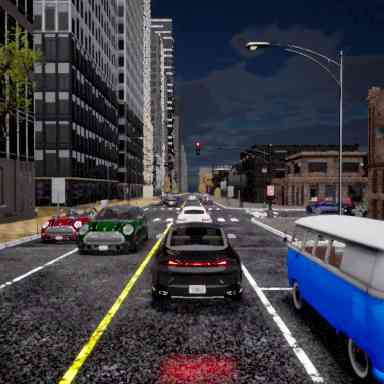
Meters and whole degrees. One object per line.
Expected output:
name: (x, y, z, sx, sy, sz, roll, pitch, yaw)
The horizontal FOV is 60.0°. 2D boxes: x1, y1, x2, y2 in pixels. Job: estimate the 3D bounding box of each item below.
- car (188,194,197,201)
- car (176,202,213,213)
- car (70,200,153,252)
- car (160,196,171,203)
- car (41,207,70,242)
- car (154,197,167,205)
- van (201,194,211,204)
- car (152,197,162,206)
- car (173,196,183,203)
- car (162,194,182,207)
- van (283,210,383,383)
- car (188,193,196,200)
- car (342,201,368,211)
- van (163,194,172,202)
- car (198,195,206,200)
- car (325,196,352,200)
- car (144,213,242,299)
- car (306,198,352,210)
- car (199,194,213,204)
car: (0.075, 1.504, 81.055, 1.812, 1.442, 4.674, 0, 0, 0)
car: (0.111, 1.520, 18.770, 1.812, 1.442, 4.674, 0, 0, 0)
car: (-3.067, 1.348, 13.791, 2.097, 1.767, 4.553, 0, 0, 0)
car: (-5.602, 1.549, 71.094, 1.947, 1.339, 4.313, -1, 0, 0)
car: (-5.688, 1.435, 16.214, 1.967, 1.590, 4.097, -1, 0, 0)
car: (-5.613, 1.551, 59.805, 1.947, 1.339, 4.313, -1, 0, 0)
van: (2.736, 1.325, 65.387, 1.690, 1.788, 3.998, -1, 0, 0)
car: (-5.789, 1.512, 53.992, 1.752, 1.417, 4.829, -1, 0, 0)
car: (-2.933, 1.536, 71.094, 1.994, 1.385, 4.181, 0, 0, 0)
car: (-3.042, 1.478, 52.082, 2.128, 1.511, 4.902, 0, 0, 0)
van: (2.680, 1.340, 5.122, 1.690, 1.788, 3.998, -1, 0, 0)
car: (0.085, 1.257, 91.058, 2.097, 1.767, 4.553, 0, 0, 0)
car: (16.446, 1.793, 31.065, 4.313, 1.339, 1.947, 1, 0, 1)
van: (-5.600, 1.323, 76.738, 1.690, 1.788, 3.998, -1, 0, 0)
car: (2.766, 1.531, 93.607, 2.008, 1.369, 4.403, -1, 0, 0)
car: (16.563, 1.411, 39.441, 5.009, 1.841, 2.192, 1, 0, 1)
car: (0.105, 1.502, 8.414, 1.837, 1.490, 4.892, 0, 0, 0)
car: (14.851, 1.684, 36.881, 4.181, 1.385, 1.994, 1, 1, 1)
car: (2.733, 1.425, 59.743, 1.967, 1.590, 4.097, -1, 0, 0)
